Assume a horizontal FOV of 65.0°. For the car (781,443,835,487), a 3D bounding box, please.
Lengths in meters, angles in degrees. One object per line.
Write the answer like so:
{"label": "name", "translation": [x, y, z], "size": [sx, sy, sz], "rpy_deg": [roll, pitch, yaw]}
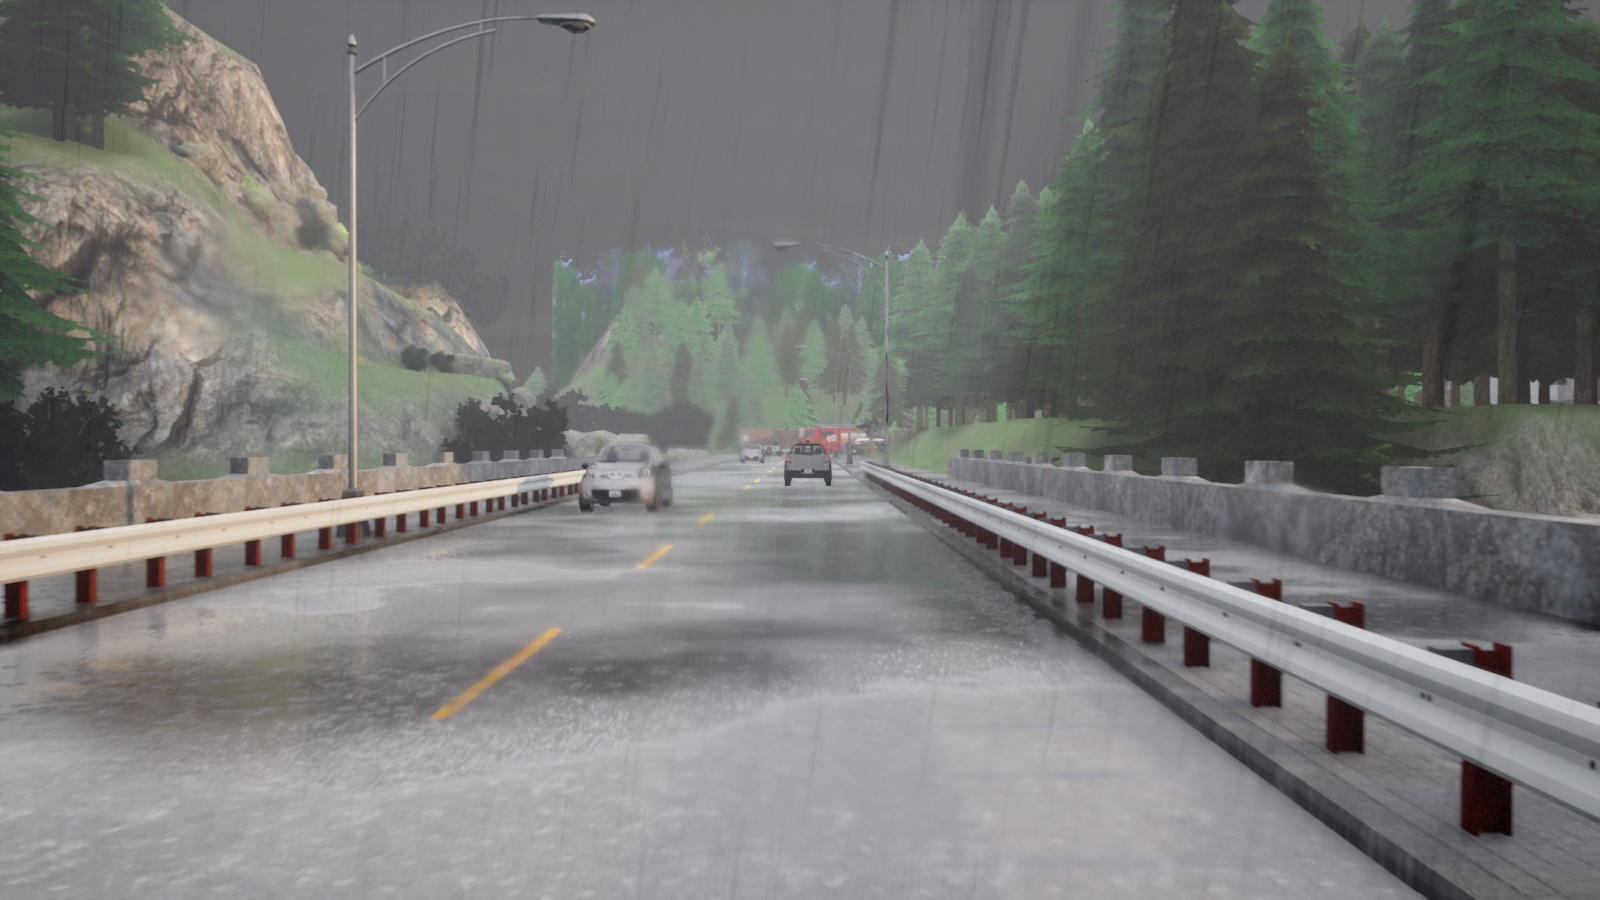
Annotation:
{"label": "car", "translation": [0.282, 0.509, 44.940], "size": [1.845, 1.501, 3.633], "rpy_deg": [0, 1, 0]}

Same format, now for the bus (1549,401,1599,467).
{"label": "bus", "translation": [54.087, -1.050, 82.274], "size": [3.944, 4.253, 10.273], "rpy_deg": [0, 0, 0]}

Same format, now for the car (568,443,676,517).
{"label": "car", "translation": [-3.821, 0.602, 27.529], "size": [1.845, 1.501, 3.633], "rpy_deg": [0, 0, 0]}

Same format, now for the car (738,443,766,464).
{"label": "car", "translation": [-3.448, 0.245, 91.005], "size": [1.845, 1.501, 3.633], "rpy_deg": [0, 0, 0]}
